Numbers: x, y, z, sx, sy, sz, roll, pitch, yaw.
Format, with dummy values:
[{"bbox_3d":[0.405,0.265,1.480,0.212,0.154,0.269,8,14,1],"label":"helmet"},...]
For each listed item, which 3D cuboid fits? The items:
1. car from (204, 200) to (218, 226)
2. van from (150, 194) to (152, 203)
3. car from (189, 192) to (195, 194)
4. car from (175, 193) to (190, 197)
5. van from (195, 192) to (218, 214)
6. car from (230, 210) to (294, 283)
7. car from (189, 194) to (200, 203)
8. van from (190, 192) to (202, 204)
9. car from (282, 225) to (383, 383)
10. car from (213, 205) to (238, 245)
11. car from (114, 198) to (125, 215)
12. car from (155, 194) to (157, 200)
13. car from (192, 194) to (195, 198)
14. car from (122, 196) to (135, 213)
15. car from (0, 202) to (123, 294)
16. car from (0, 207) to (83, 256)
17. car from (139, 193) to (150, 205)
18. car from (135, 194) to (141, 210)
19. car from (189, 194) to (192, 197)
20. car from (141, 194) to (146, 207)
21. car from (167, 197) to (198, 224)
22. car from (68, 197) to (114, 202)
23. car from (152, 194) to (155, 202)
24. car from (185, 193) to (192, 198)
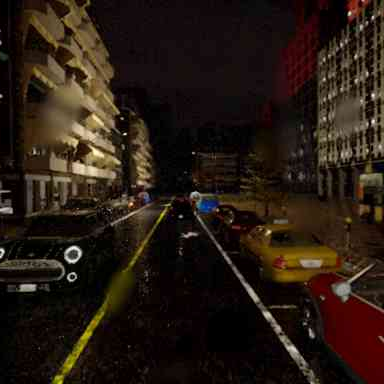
[{"bbox_3d":[1.939,1.405,20.073,1.802,1.307,4.206,-1,0,-2],"label":"car"},{"bbox_3d":[-7.784,1.056,52.865,1.690,1.788,3.998,-1,0,-2],"label":"van"},{"bbox_3d":[0.815,1.082,47.682,1.967,1.590,4.097,-1,0,-2],"label":"car"},{"bbox_3d":[-1.607,1.205,43.623,1.837,1.490,4.892,-1,1,-2],"label":"car"},{"bbox_3d":[1.487,1.089,31.115,1.690,1.788,3.998,-1,0,-2],"label":"van"},{"bbox_3d":[2.380,1.424,9.199,1.752,1.417,4.829,-1,0,-2],"label":"car"},{"bbox_3d":[0.361,1.099,58.896,1.752,1.417,4.829,-1,0,-2],"label":"car"},{"bbox_3d":[0.589,0.949,53.204,1.690,1.788,3.998,-1,0,-2],"label":"van"},{"bbox_3d":[2.610,1.380,3.506,1.967,1.590,4.097,-1,0,-2],"label":"car"},{"bbox_3d":[2.164,1.443,14.552,1.802,1.307,4.206,-1,0,-2],"label":"car"},{"bbox_3d":[-6.657,1.442,25.256,2.008,1.369,4.403,-1,0,-2],"label":"car"},{"bbox_3d":[-8.228,1.231,63.909,1.802,1.307,4.206,-1,0,-2],"label":"car"},{"bbox_3d":[1.259,1.236,36.808,1.752,1.417,4.829,-1,0,-2],"label":"car"},{"bbox_3d":[-6.882,1.405,30.778,2.008,1.369,4.403,-1,0,-2],"label":"car"},{"bbox_3d":[-3.396,1.325,8.937,2.097,1.767,4.553,-1,0,-2],"label":"car"},{"bbox_3d":[-6.203,1.495,14.042,1.752,1.417,4.829,-1,0,-2],"label":"car"},{"bbox_3d":[-7.555,1.294,47.343,1.887,1.381,4.507,-1,0,-2],"label":"car"},{"bbox_3d":[-7.108,1.259,36.298,1.967,1.590,4.097,-1,0,-2],"label":"car"},{"bbox_3d":[1.042,1.242,42.161,1.947,1.339,4.313,-1,0,-2],"label":"car"},{"bbox_3d":[-7.330,1.349,41.822,1.947,1.339,4.313,-1,0,-2],"label":"car"},{"bbox_3d":[-0.786,1.358,23.340,1.812,1.442,4.674,-1,1,-2],"label":"car"},{"bbox_3d":[-6.438,1.245,19.732,2.192,1.841,5.009,-1,0,-2],"label":"car"},{"bbox_3d":[-8.003,1.264,58.387,1.802,1.307,4.206,-1,0,-2],"label":"car"},{"bbox_3d":[-0.977,0.931,91.859,1.887,1.381,4.507,-1,0,-2],"label":"car"}]
